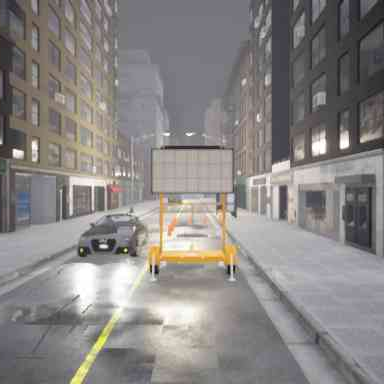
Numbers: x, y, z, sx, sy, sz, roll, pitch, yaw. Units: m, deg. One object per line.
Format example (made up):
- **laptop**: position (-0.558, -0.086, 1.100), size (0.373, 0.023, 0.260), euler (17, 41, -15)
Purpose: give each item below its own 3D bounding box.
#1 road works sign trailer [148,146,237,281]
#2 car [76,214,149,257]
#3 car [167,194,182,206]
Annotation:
- **road works sign trailer**: position (0.015, 0.455, 9.794), size (2.380, 3.560, 2.880), euler (0, 0, 0)
- **car**: position (-2.833, 1.552, 12.644), size (1.994, 1.385, 4.181), euler (0, 0, 0)
- **car**: position (-2.761, 1.147, 53.655), size (2.150, 2.045, 5.566), euler (0, 0, 0)
